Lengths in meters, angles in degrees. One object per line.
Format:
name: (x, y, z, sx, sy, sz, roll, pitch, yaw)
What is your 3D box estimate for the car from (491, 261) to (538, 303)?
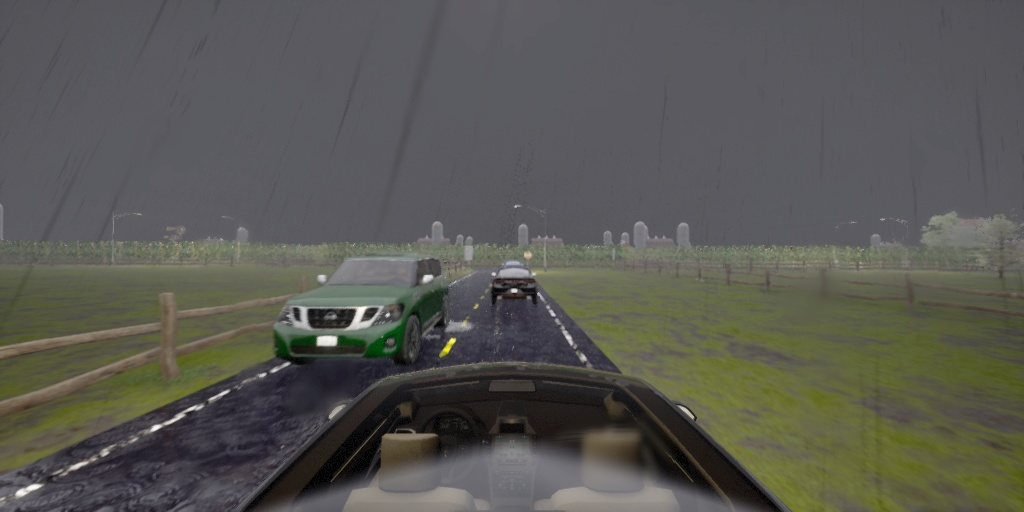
car: (0.091, 1.172, 16.294, 1.882, 1.535, 5.008, 0, 0, 0)

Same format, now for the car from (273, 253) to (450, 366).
car: (-2.854, 0.947, 8.288, 2.150, 2.045, 5.566, 0, 0, 0)
